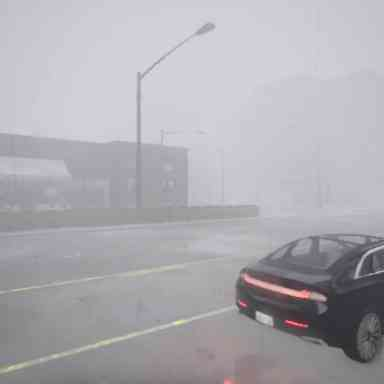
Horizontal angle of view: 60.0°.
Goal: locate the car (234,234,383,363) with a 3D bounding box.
[{"bbox_3d":[2.949,1.510,5.932,4.902,1.511,2.128,0,0,-36],"label":"car"}]
